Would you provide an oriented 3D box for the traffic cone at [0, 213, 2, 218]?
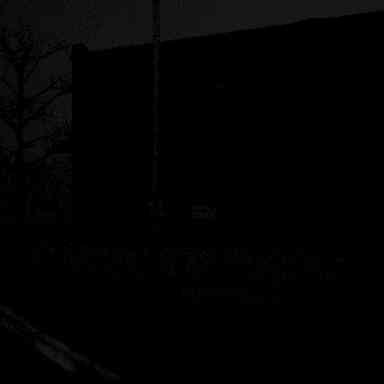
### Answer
[{"bbox_3d":[-19.671,2.448,34.203,0.340,0.580,0.340,0,-1,-7],"label":"traffic cone"}]
